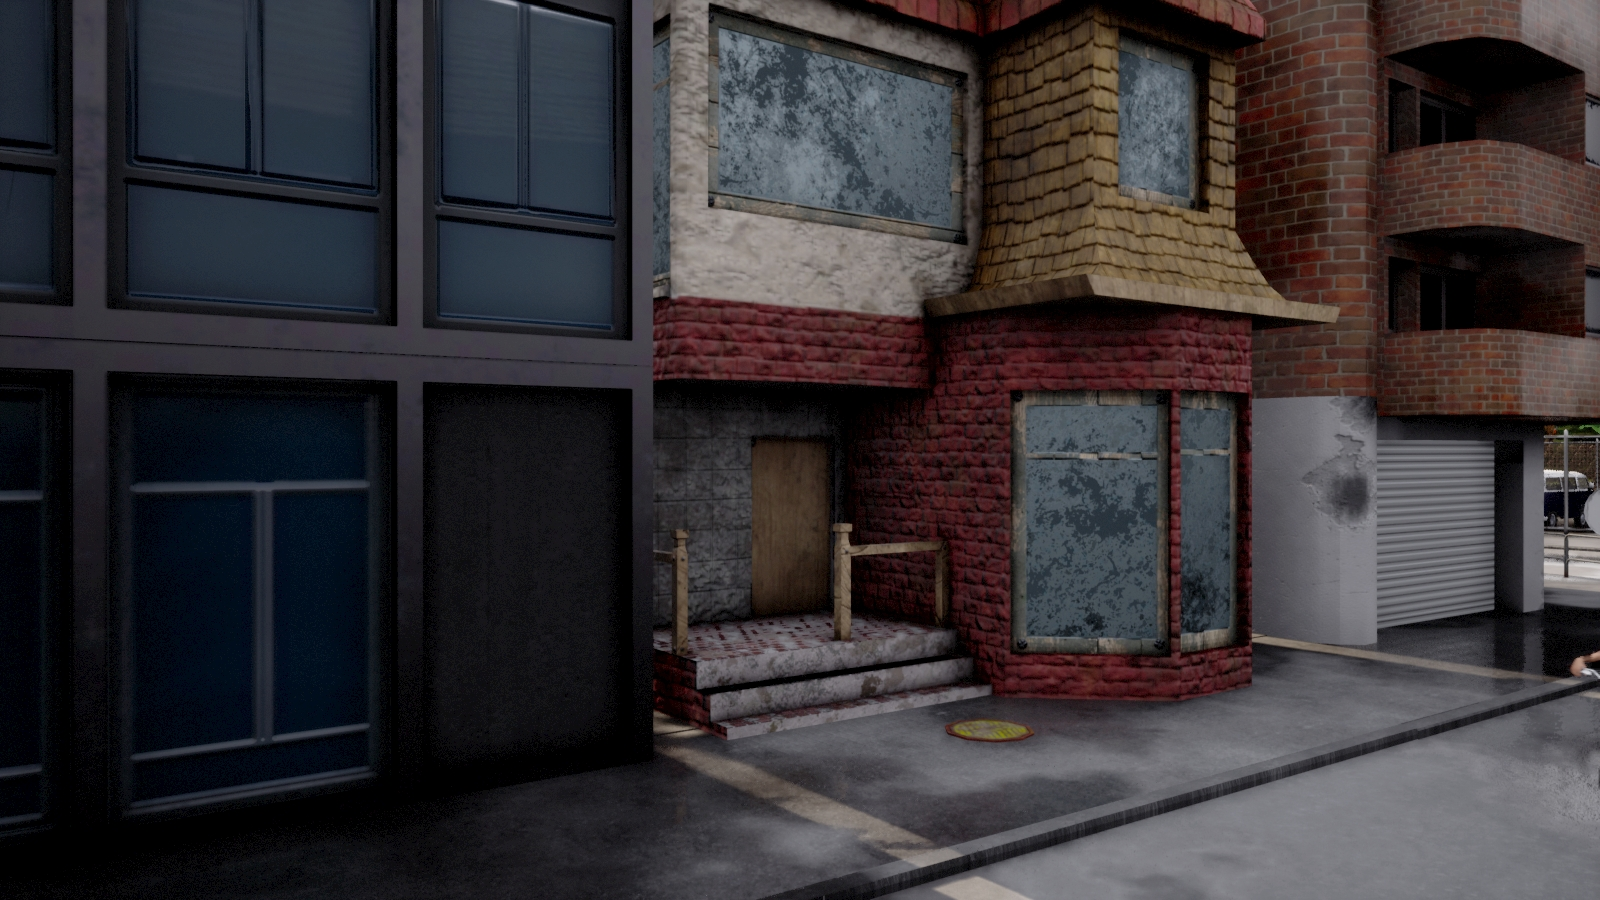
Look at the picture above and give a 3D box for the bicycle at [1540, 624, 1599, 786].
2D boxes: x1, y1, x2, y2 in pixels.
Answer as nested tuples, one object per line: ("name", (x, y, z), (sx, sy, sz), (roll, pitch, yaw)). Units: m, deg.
("bicycle", (6.745, 2.032, 9.173), (1.487, 1.080, 0.859), (0, 0, -35))
